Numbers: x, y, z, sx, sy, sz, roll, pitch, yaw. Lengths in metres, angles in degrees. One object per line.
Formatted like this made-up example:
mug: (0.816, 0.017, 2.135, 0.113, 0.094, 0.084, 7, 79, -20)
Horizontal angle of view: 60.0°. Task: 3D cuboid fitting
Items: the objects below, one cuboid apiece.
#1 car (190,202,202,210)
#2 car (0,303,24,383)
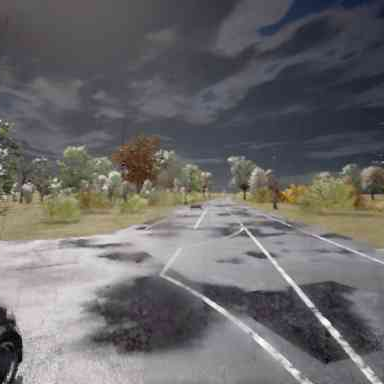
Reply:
car: (0.730, 2.347, 56.198, 1.895, 1.301, 4.718, -1, -1, 4)
car: (-3.175, 1.639, 2.429, 1.994, 1.385, 4.181, -1, -1, 4)
